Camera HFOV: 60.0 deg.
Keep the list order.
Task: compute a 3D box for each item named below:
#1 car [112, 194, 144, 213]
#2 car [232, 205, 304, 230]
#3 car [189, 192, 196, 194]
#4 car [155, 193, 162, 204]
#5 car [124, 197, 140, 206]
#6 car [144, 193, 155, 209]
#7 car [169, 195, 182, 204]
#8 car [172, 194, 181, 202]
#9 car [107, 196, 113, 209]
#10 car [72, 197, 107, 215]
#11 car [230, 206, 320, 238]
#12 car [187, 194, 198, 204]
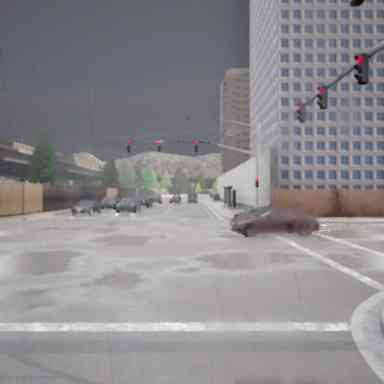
[{"bbox_3d":[-7.033,1.372,37.134,2.097,1.767,4.553,0,0,0],"label":"car"},{"bbox_3d":[4.779,1.617,21.502,4.181,1.385,1.994,1,0,0],"label":"car"},{"bbox_3d":[0.110,1.093,74.838,2.150,2.045,5.566,0,0,0],"label":"car"},{"bbox_3d":[-6.926,1.258,63.400,2.150,2.045,5.566,0,0,1],"label":"car"},{"bbox_3d":[-10.475,1.632,58.519,1.895,1.301,4.718,0,0,1],"label":"car"},{"bbox_3d":[-7.010,1.249,47.398,2.150,2.045,5.566,0,0,1],"label":"car"},{"bbox_3d":[-3.405,1.635,64.621,1.895,1.301,4.718,0,0,0],"label":"car"},{"bbox_3d":[-3.390,1.345,74.814,1.882,1.535,5.008,0,0,0],"label":"car"},{"bbox_3d":[-10.528,1.375,42.676,2.097,1.767,4.553,0,0,0],"label":"car"},{"bbox_3d":[-10.553,1.509,33.591,2.128,1.511,4.902,0,0,1],"label":"car"},{"bbox_3d":[4.327,1.578,17.503,4.674,1.442,1.812,1,0,-8],"label":"car"},{"bbox_3d":[0.095,1.635,64.615,1.895,1.301,4.718,0,0,0],"label":"car"}]
